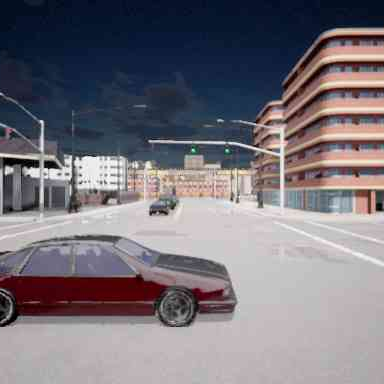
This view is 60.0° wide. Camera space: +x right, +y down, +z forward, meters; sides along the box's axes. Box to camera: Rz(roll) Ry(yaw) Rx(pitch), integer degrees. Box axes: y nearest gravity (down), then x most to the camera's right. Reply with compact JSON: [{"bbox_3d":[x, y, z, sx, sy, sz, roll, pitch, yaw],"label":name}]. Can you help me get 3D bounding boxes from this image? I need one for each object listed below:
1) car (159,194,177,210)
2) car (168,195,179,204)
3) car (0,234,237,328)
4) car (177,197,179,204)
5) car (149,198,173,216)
[{"bbox_3d":[-3.459,1.298,44.309,2.150,2.045,5.566,0,0,-1],"label":"car"},{"bbox_3d":[-3.699,1.467,67.354,2.097,1.767,4.553,0,0,0],"label":"car"},{"bbox_3d":[-1.899,1.558,6.376,5.357,1.411,2.033,0,0,0],"label":"car"},{"bbox_3d":[-3.567,1.446,54.382,2.097,1.767,4.553,0,0,0],"label":"car"},{"bbox_3d":[-3.312,1.606,34.123,2.033,1.411,5.357,0,0,-1],"label":"car"}]
